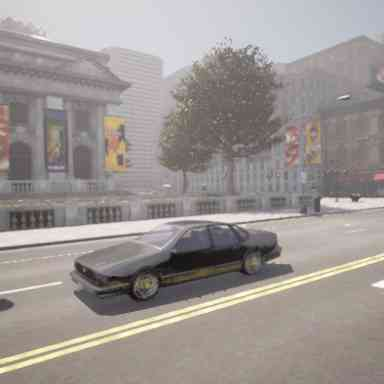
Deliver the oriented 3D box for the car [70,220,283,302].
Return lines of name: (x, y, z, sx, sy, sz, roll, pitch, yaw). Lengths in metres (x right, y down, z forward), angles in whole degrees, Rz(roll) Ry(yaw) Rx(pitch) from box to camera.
car: (-0.082, 1.433, 8.235, 5.357, 1.411, 2.033, -2, 1, -35)
